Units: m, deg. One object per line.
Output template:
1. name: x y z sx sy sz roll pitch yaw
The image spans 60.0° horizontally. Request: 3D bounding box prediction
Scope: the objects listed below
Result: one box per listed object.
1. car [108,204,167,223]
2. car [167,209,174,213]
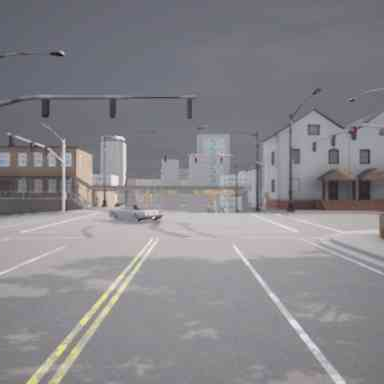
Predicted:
1. car: -4.426 1.568 25.556 4.718 1.301 1.895 0 0 43
2. car: -3.631 3.220 48.362 2.128 1.511 4.902 0 -9 0
